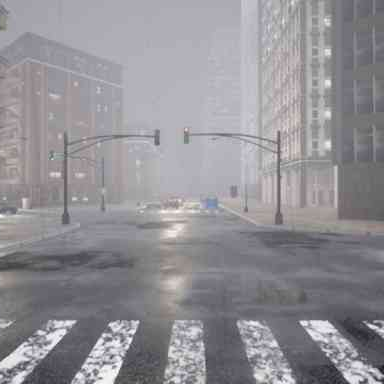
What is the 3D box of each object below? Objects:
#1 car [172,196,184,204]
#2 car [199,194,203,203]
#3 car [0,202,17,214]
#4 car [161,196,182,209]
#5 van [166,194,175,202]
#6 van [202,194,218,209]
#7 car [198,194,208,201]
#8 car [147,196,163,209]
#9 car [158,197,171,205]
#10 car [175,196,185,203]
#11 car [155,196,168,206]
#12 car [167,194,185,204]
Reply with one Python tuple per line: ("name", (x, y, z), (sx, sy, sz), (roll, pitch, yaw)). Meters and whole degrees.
("car", (-2.646, 1.560, 64.052), (2.128, 1.511, 4.902), (0, 0, 1))
("car", (2.728, 1.623, 68.148), (1.887, 1.381, 4.507), (0, 0, 0))
("car", (-21.060, 1.778, 36.666), (4.718, 1.301, 1.895), (-1, -1, 41))
("car", (-2.723, 1.630, 45.085), (1.895, 1.301, 4.718), (0, 0, 0))
("van", (-5.125, 1.449, 79.271), (1.690, 1.788, 3.998), (0, 0, 0))
("van", (2.677, 1.372, 45.938), (1.690, 1.788, 3.998), (0, 0, 0))
("car", (2.766, 1.441, 84.806), (2.192, 1.841, 5.009), (0, 0, 0))
("car", (-5.204, 1.556, 45.787), (1.752, 1.417, 4.829), (0, 0, 0))
("car", (-5.165, 1.630, 62.615), (1.947, 1.339, 4.313), (0, 0, 0))
("car", (-2.576, 1.645, 73.934), (1.994, 1.385, 4.181), (0, 0, 0))
("car", (-5.178, 1.492, 57.062), (1.967, 1.590, 4.097), (0, 0, 0))
("car", (-2.696, 1.398, 54.212), (2.097, 1.767, 4.553), (0, 0, 1))
